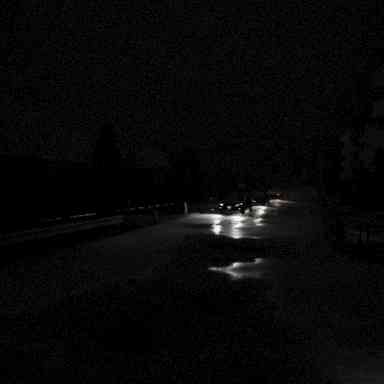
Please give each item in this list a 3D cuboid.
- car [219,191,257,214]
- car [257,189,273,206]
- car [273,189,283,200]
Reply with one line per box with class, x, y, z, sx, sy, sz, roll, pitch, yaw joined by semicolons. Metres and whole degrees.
car;3.473;0.796;25.584;1.837;1.490;4.892;2;2;21
car;7.058;0.609;35.115;1.812;1.442;4.674;2;2;21
car;12.064;0.272;48.364;1.882;1.535;5.008;2;2;21
